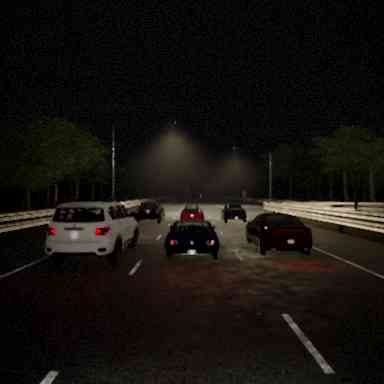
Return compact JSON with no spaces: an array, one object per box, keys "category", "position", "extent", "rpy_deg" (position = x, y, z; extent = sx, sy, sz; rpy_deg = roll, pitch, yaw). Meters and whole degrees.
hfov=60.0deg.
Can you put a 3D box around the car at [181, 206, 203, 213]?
[{"category":"car","position":[0.021,1.840,28.437],"extent":[1.994,1.385,4.181],"rpy_deg":[0,0,0]}]

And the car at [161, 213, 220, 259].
[{"category":"car","position":[0.019,1.734,13.271],"extent":[1.895,1.301,4.718],"rpy_deg":[0,-1,0]}]

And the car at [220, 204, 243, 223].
[{"category":"car","position":[3.519,1.783,28.501],"extent":[1.837,1.490,4.892],"rpy_deg":[0,0,0]}]

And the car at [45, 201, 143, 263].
[{"category":"car","position":[-3.489,1.352,12.595],"extent":[2.150,2.045,5.566],"rpy_deg":[0,0,0]}]

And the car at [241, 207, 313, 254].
[{"category":"car","position":[3.526,1.620,14.250],"extent":[1.882,1.535,5.008],"rpy_deg":[0,0,0]}]

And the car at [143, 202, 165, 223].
[{"category":"car","position":[-3.481,1.627,28.435],"extent":[2.097,1.767,4.553],"rpy_deg":[0,-1,0]}]
